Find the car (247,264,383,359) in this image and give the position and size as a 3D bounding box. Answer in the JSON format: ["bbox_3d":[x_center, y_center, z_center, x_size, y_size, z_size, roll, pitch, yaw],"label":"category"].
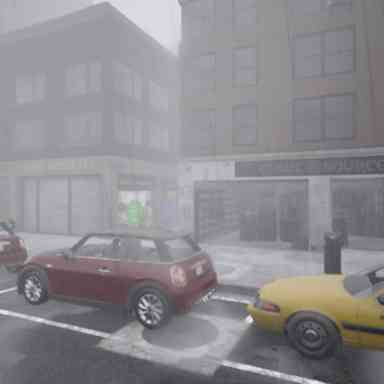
[{"bbox_3d":[3.225,1.530,4.574,4.829,1.417,1.752,0,0,25],"label":"car"}]

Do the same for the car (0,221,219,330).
[{"bbox_3d":[-1.620,1.447,6.852,4.097,1.590,1.967,0,0,25],"label":"car"}]

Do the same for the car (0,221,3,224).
[{"bbox_3d":[-6.619,1.450,9.201,4.097,1.590,1.967,0,0,25],"label":"car"}]
